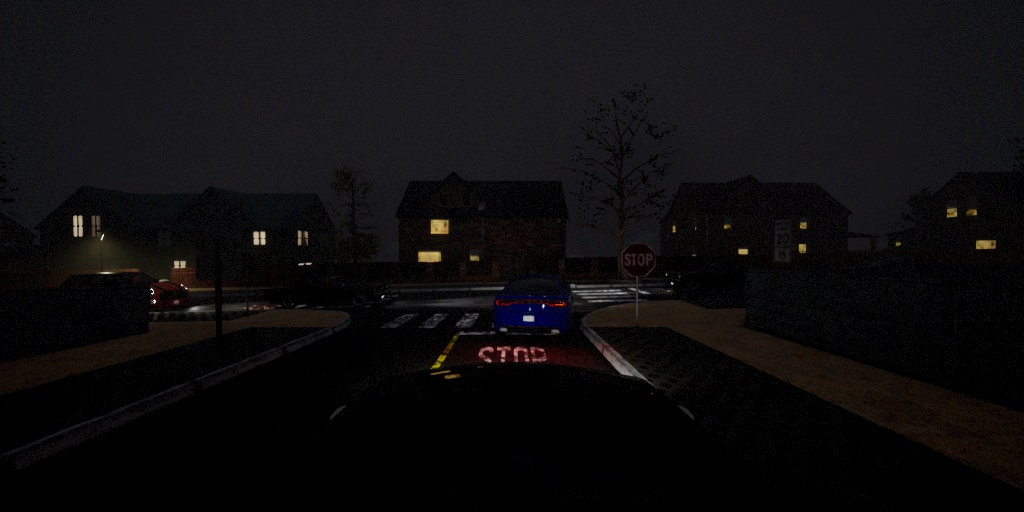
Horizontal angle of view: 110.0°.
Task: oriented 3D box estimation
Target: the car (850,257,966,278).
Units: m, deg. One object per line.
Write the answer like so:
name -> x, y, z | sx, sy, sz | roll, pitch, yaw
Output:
car -> 20.058, 0.754, 18.500 | 5.357, 1.411, 2.033 | -1, 1, 0

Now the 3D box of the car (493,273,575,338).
car -> 0.787, 1.227, 10.331 | 1.882, 1.535, 5.008 | 0, 0, 10

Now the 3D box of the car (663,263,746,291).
car -> 10.412, 1.034, 18.465 | 4.718, 1.301, 1.895 | -1, 1, -1

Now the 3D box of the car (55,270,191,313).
car -> -16.798, 1.472, 15.533 | 4.553, 1.767, 2.097 | -1, 1, 0

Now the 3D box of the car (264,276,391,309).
car -> -7.810, 1.506, 15.540 | 4.718, 1.301, 1.895 | -1, 1, 0
